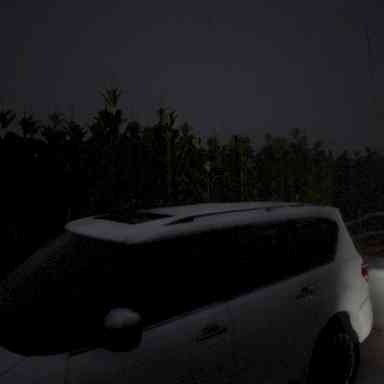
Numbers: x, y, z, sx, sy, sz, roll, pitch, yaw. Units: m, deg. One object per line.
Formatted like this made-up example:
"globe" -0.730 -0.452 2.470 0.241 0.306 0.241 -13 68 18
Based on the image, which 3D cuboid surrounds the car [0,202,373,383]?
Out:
"car" -0.403 1.192 3.213 5.566 2.045 2.150 -2 1 -38
